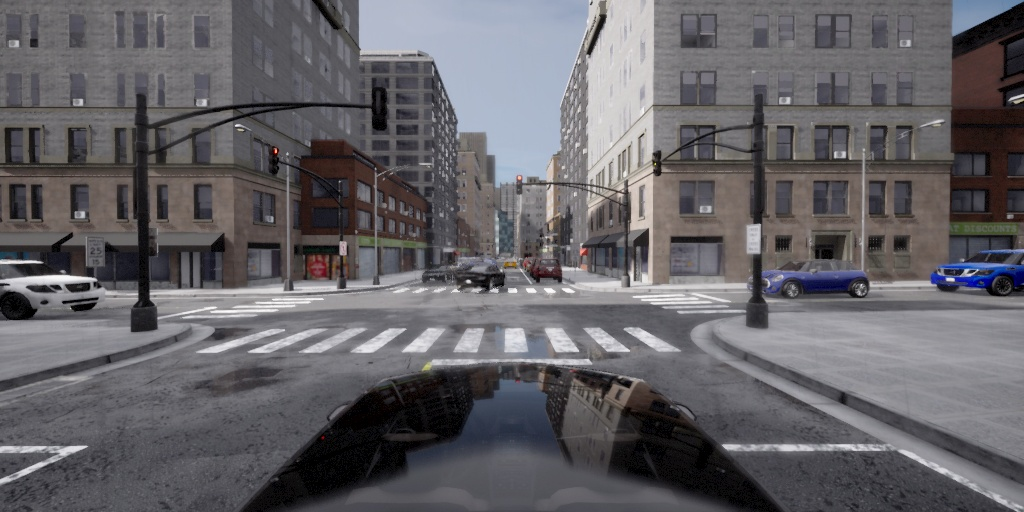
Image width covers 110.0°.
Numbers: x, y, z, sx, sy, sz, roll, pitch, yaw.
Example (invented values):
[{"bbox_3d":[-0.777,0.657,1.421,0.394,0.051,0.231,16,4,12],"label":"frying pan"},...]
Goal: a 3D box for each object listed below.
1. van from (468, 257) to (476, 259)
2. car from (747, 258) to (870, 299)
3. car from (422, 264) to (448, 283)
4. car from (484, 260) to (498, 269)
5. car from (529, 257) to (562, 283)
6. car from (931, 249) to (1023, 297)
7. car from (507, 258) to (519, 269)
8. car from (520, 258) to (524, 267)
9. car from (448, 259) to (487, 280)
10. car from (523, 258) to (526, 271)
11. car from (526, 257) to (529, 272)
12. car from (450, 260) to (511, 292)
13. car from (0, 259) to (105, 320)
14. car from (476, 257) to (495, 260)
[{"bbox_3d":[-5.851,1.094,44.878,1.690,1.789,3.998,0,0,0],"label":"van"},{"bbox_3d":[13.404,0.938,16.435,4.553,1.767,2.097,-1,1,-1],"label":"car"},{"bbox_3d":[-5.777,1.319,28.121,1.948,1.339,4.313,0,0,0],"label":"car"},{"bbox_3d":[-3.292,1.297,57.426,2.033,1.411,5.357,0,0,0],"label":"car"},{"bbox_3d":[2.749,1.068,28.158,2.192,1.841,5.009,0,0,0],"label":"car"},{"bbox_3d":[22.980,0.708,16.541,5.566,2.045,2.150,-1,1,0],"label":"car"},{"bbox_3d":[-0.237,1.228,57.129,1.882,1.535,5.008,0,0,0],"label":"car"},{"bbox_3d":[2.655,1.066,50.501,2.192,1.841,5.009,0,0,0],"label":"car"},{"bbox_3d":[-3.201,1.245,27.292,2.128,1.511,4.902,0,0,0],"label":"car"},{"bbox_3d":[2.678,1.278,45.085,1.751,1.417,4.829,0,0,0],"label":"car"},{"bbox_3d":[2.725,1.068,33.744,2.192,1.841,5.009,0,0,0],"label":"car"},{"bbox_3d":[-1.759,1.229,21.760,1.882,1.535,5.008,0,0,14],"label":"car"},{"bbox_3d":[-18.448,1.144,12.986,5.566,2.045,2.150,0,1,-2],"label":"car"},{"bbox_3d":[-3.273,1.230,47.045,1.882,1.535,5.008,0,0,0],"label":"car"}]
